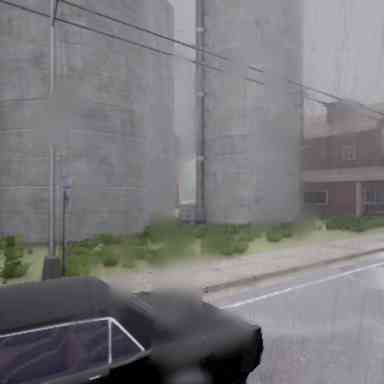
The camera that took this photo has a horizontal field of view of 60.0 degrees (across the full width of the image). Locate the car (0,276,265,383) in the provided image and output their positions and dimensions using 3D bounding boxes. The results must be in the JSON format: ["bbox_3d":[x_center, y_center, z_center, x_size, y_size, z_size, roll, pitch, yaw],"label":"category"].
[{"bbox_3d":[-1.671,1.630,3.090,4.718,1.301,1.895,0,-1,-32],"label":"car"}]
